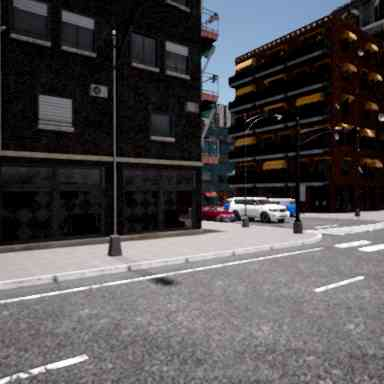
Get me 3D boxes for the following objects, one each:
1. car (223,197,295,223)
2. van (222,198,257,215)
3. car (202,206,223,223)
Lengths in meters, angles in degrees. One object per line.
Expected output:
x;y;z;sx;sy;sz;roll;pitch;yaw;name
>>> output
5.519;1.463;28.213;2.150;2.045;5.566;0;-1;-36;car
5.372;1.666;38.185;1.690;1.788;3.998;-1;0;-36;van
1.943;1.868;28.754;1.802;1.307;4.206;-1;0;-36;car
